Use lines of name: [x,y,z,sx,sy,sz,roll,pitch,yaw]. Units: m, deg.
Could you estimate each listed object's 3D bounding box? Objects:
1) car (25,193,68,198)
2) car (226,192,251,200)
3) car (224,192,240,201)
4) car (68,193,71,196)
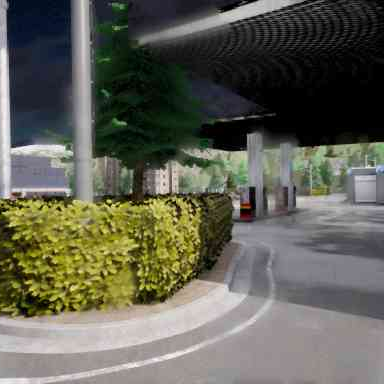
car: [-14.743,1.183,33.582,3.866,1.878,1.905,-1,1,35]
car: [9.251,0.811,66.483,4.514,1.523,2.007,-1,1,35]
car: [7.477,0.850,63.896,5.027,1.636,2.152,-1,1,35]
car: [-24.199,1.124,63.874,3.866,1.878,1.905,-1,1,35]
